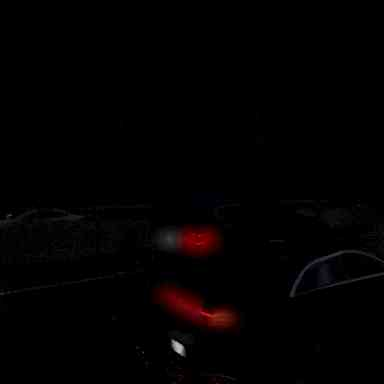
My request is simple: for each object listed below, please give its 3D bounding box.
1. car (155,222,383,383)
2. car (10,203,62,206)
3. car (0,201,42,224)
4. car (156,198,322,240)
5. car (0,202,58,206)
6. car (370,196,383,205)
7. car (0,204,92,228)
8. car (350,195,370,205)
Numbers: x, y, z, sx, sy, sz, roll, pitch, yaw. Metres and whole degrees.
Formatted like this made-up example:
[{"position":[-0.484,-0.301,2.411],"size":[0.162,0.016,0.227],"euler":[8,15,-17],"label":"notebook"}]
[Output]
[{"position":[1.815,1.465,5.042],"size":[4.902,1.511,2.128],"euler":[0,0,-36],"label":"car"},{"position":[-8.131,1.535,19.690],"size":[4.181,1.385,1.994],"euler":[0,0,-36],"label":"car"},{"position":[-13.771,1.488,24.264],"size":[4.892,1.490,1.837],"euler":[0,0,-36],"label":"car"},{"position":[1.665,1.181,9.235],"size":[5.566,2.045,2.150],"euler":[-1,0,-36],"label":"car"},{"position":[-10.054,1.448,22.617],"size":[5.008,1.535,1.882],"euler":[0,0,-36],"label":"car"},{"position":[29.341,1.169,49.479],"size":[4.902,1.511,2.128],"euler":[0,0,-30],"label":"car"},{"position":[-7.378,1.506,15.928],"size":[4.674,1.442,1.812],"euler":[0,0,-36],"label":"car"},{"position":[26.808,1.204,52.047],"size":[4.674,1.442,1.812],"euler":[0,0,-30],"label":"car"}]
